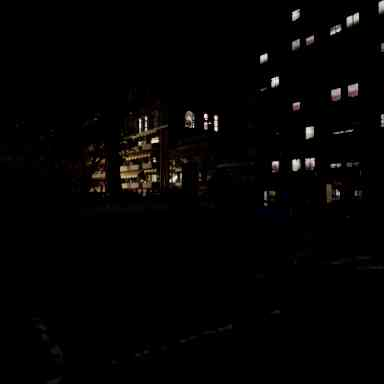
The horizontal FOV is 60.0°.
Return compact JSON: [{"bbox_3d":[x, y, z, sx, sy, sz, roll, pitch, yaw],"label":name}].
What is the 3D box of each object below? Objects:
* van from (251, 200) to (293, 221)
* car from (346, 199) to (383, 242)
[{"bbox_3d":[7.160,1.642,30.208,1.690,1.788,3.998,-1,0,-36],"label":"van"},{"bbox_3d":[9.064,1.320,14.421,2.150,2.045,5.566,1,-1,-9],"label":"car"}]
